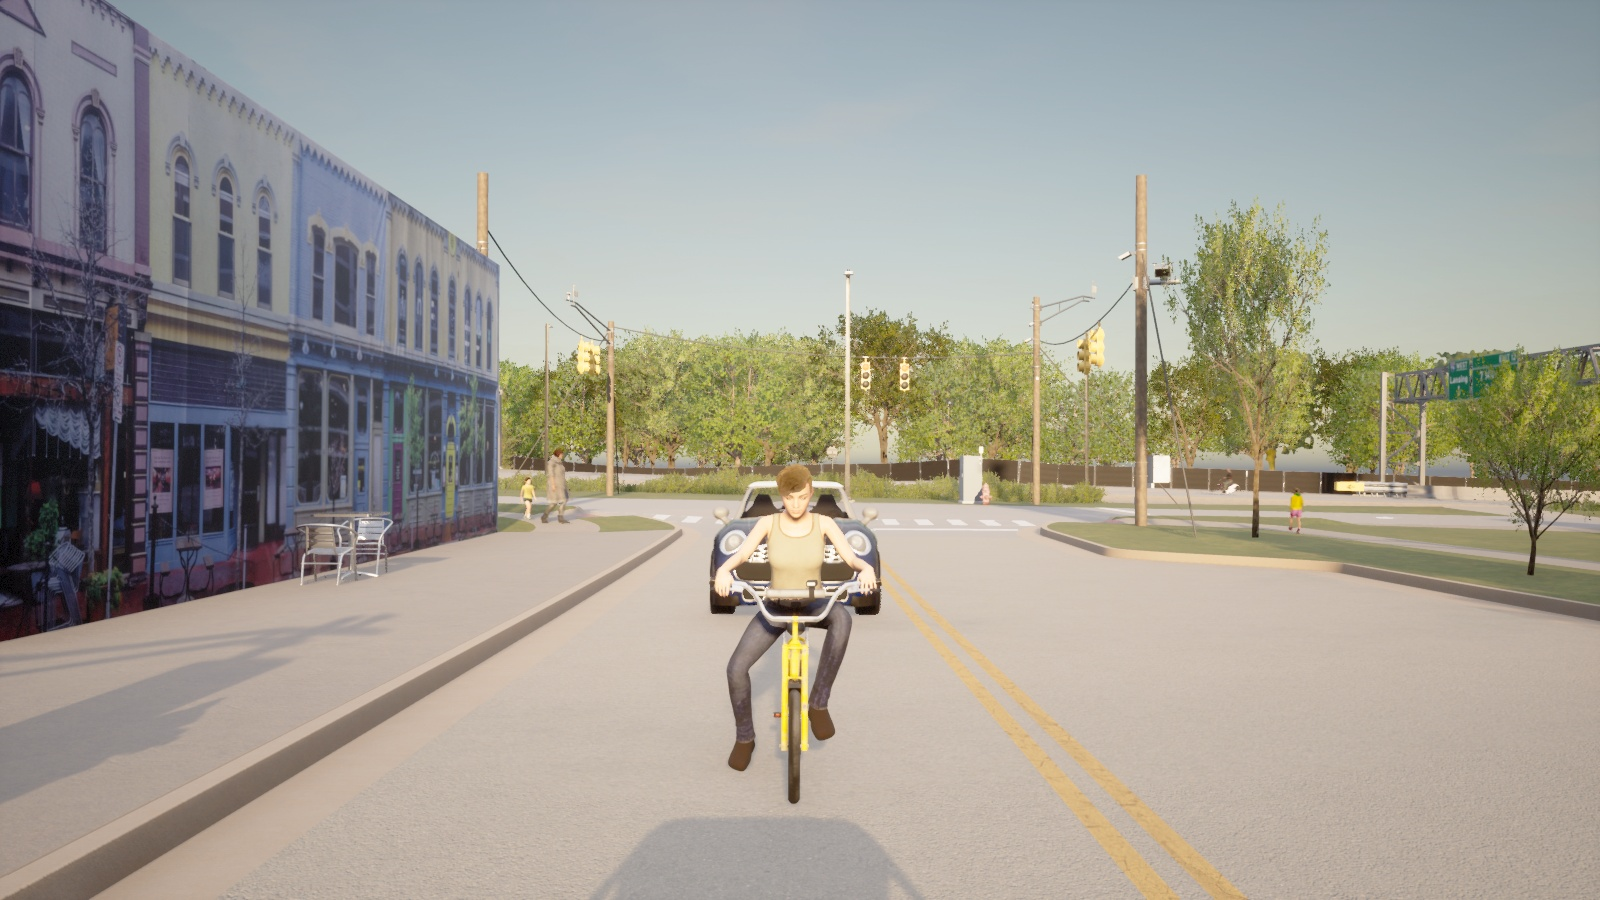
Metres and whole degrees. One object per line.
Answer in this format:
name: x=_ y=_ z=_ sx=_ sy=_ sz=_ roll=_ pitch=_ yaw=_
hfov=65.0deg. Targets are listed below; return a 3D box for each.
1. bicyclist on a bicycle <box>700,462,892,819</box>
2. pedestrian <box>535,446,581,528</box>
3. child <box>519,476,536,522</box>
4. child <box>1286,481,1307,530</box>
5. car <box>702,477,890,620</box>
bicyclist on a bicycle: x=-0.016 y=0.876 z=6.443 sx=0.866 sy=1.612 sz=1.509 roll=0 pitch=-1 yaw=0
pedestrian: x=-5.845 y=0.889 z=30.337 sx=0.873 sy=1.952 sz=0.659 roll=-1 pitch=-1 yaw=24
child: x=-6.761 y=1.211 z=31.119 sx=0.255 sy=1.110 sz=0.394 roll=0 pitch=-1 yaw=-39
child: x=11.819 y=1.321 z=29.880 sx=0.299 sy=1.160 sz=0.473 roll=0 pitch=-1 yaw=-1
car: x=-0.044 y=1.072 z=15.107 sx=1.970 sy=1.475 sz=3.806 roll=0 pitch=-1 yaw=0
